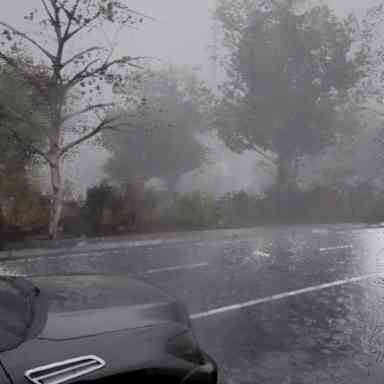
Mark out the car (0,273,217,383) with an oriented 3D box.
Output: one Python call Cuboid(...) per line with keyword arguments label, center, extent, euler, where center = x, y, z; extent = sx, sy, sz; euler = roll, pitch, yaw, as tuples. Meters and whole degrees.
Cuboid(label="car", center=(-2.444, 1.207, 1.943), extent=(5.566, 2.045, 2.150), euler=(0, 0, -35))
